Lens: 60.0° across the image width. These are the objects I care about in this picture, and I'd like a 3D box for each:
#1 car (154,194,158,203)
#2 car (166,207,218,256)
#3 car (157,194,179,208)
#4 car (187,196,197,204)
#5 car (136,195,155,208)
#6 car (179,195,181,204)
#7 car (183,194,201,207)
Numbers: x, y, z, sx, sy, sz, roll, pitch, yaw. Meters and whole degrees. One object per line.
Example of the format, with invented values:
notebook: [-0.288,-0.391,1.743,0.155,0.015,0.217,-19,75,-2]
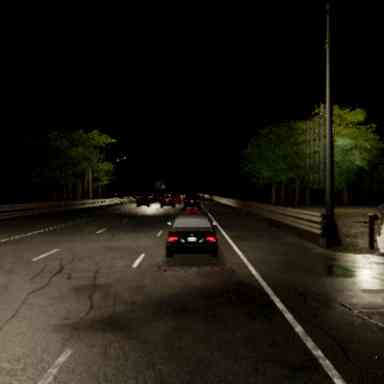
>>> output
car: [-6.996,1.353,69.240,2.150,2.045,5.566,0,0,0]
car: [-0.002,1.551,13.057,2.033,1.411,5.357,0,0,0]
car: [-3.499,1.433,49.181,2.097,1.767,4.553,0,0,0]
car: [0.007,1.642,69.547,2.128,1.511,4.902,0,0,0]
car: [-6.998,1.587,48.883,1.837,1.490,4.892,0,0,0]
car: [-3.496,1.353,69.498,2.150,2.045,5.566,0,0,0]
car: [0.000,1.289,43.756,2.150,2.045,5.566,0,0,0]
